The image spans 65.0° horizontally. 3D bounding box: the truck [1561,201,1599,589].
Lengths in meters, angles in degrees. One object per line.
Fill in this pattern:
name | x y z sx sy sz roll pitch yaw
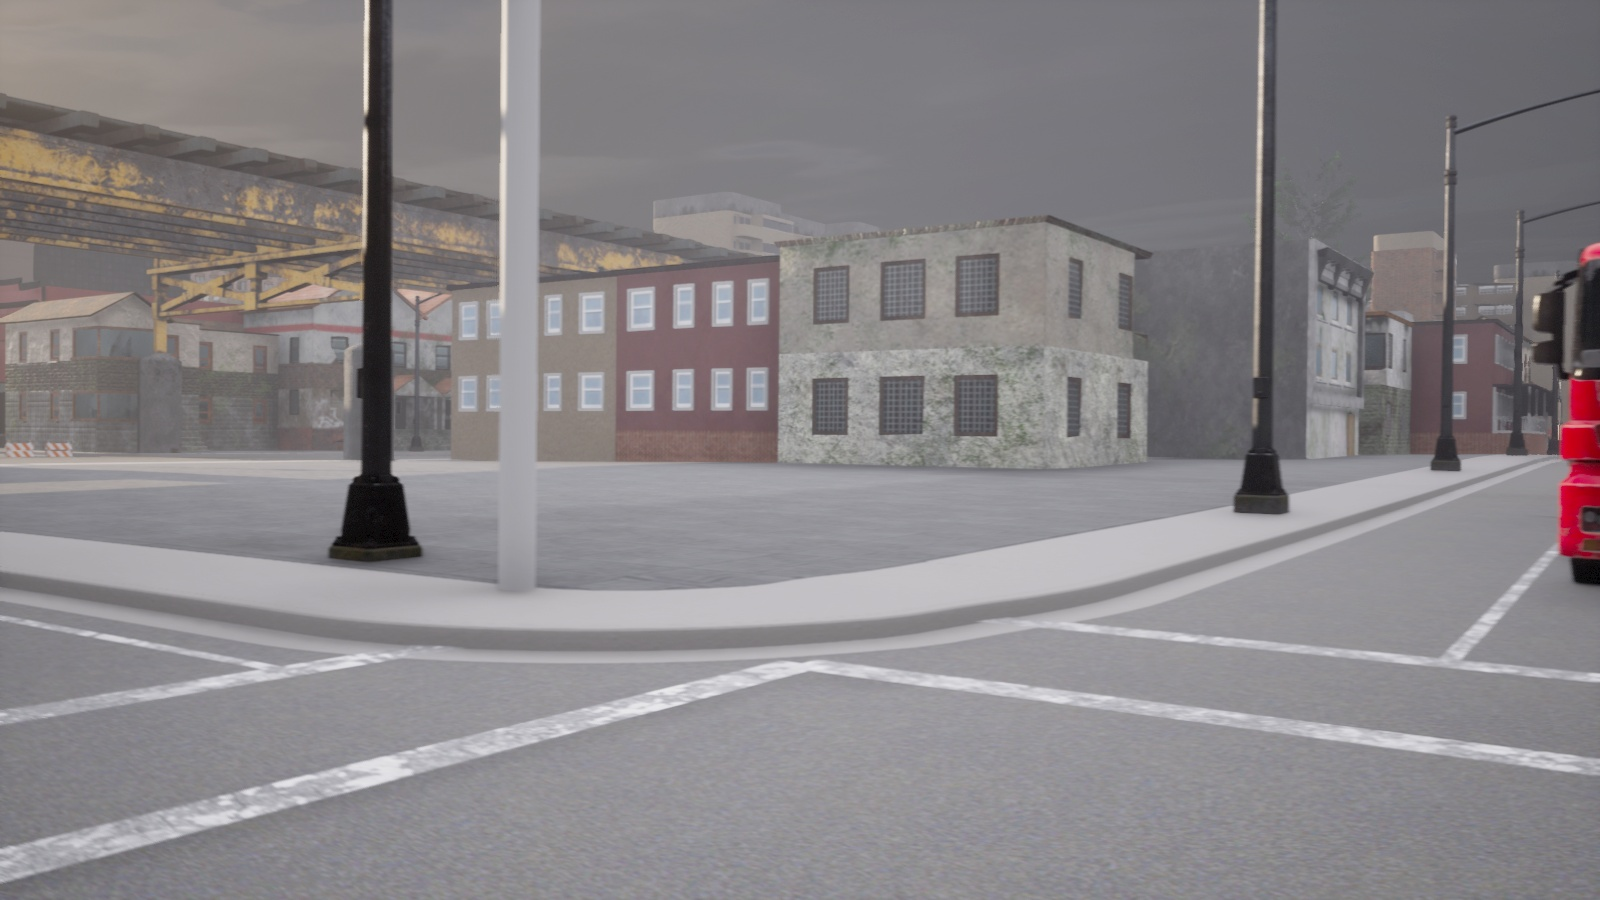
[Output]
truck | 10.311 -0.588 13.834 2.891 3.462 7.936 0 1 34
